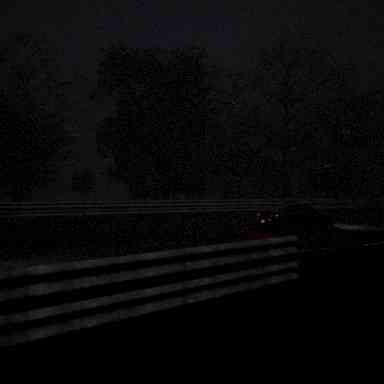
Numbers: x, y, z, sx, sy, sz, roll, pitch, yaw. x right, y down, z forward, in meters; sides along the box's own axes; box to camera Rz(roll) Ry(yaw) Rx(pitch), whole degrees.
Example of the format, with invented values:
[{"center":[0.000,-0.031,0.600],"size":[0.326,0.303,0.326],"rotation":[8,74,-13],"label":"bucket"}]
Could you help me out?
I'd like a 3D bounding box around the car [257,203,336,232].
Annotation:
[{"center":[5.707,1.311,18.161],"size":[4.674,1.442,1.812],"rotation":[0,0,-26],"label":"car"}]
